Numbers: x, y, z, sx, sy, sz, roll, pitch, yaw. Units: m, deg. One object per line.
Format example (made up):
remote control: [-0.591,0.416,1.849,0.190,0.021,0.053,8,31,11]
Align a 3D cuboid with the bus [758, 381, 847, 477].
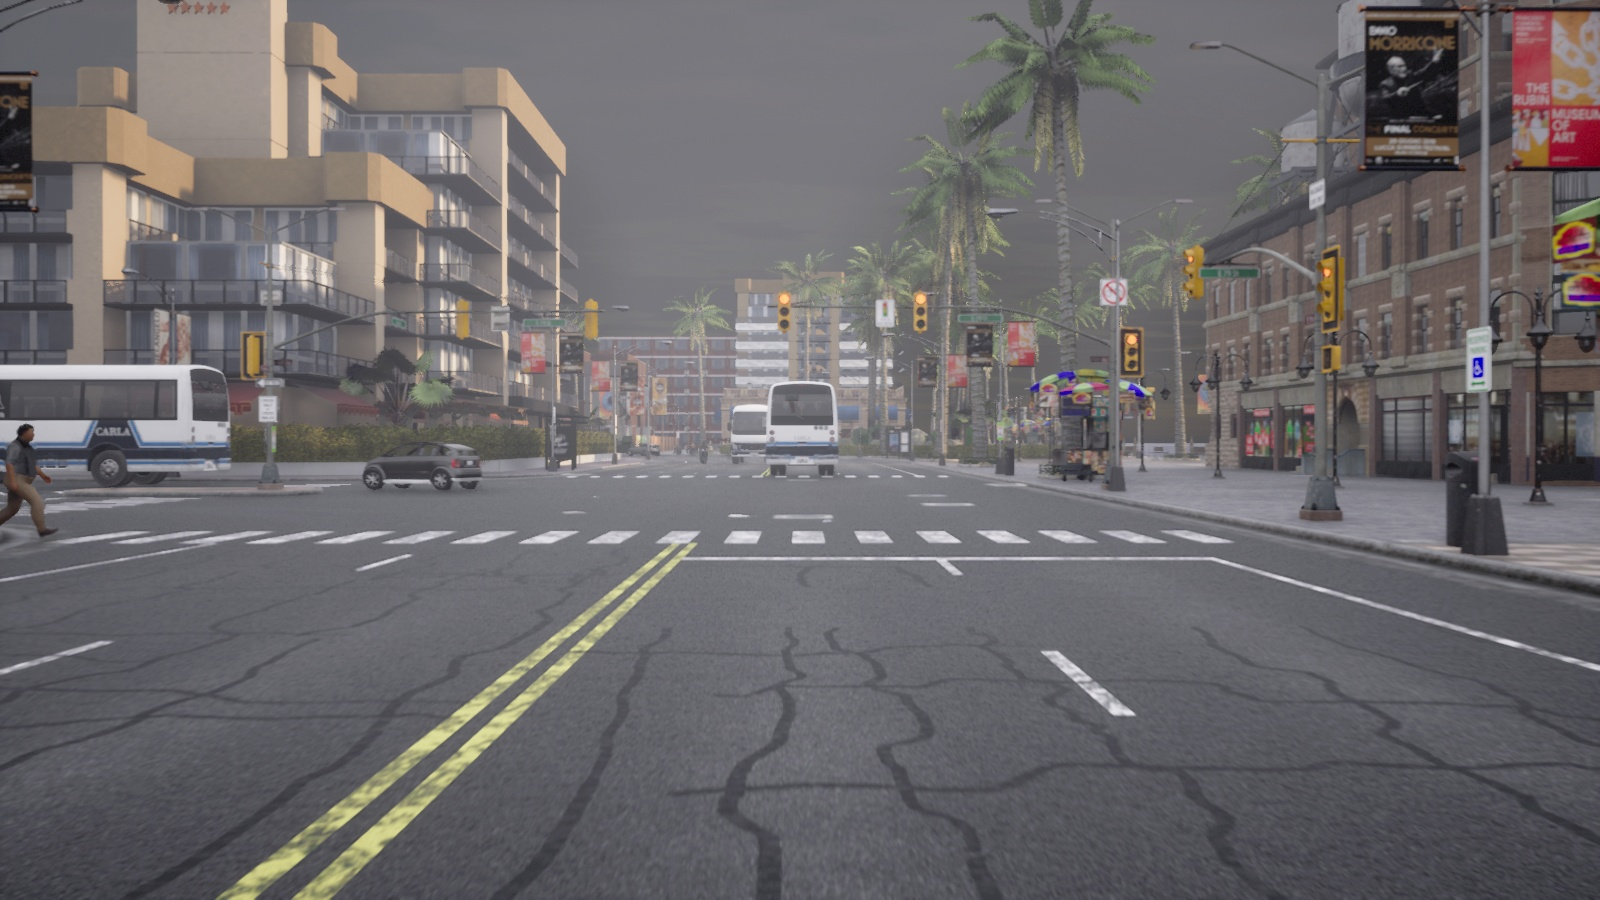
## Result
bus: [0.124,-0.974,61.121,3.944,4.253,10.273,0,0,0]

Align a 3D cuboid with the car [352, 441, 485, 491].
car: [-12.173,0.490,40.106,3.705,1.549,1.789,0,0,18]

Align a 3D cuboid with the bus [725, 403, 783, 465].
bus: [-3.314,-1.148,91.441,3.944,4.253,10.273,0,0,-2]

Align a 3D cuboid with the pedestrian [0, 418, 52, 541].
pedestrian: [-11.866,0.436,19.129,0.694,1.848,0.540,0,0,-14]

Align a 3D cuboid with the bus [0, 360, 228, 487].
bus: [-26.143,-0.898,44.096,10.273,4.253,3.944,0,0,0]
